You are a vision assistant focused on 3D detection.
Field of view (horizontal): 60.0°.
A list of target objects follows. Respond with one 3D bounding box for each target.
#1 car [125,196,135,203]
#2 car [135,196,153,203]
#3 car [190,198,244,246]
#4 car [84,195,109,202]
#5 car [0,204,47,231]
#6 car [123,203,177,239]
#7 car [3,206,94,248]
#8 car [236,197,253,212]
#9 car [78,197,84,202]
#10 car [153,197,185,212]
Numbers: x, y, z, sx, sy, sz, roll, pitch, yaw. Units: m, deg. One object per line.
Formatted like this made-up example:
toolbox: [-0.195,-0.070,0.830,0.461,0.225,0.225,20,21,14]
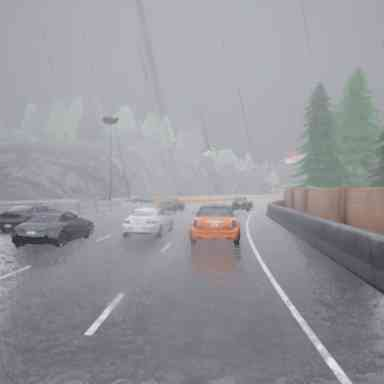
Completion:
car: [-11.179,1.448,64.623,1.812,1.442,4.674,0,0,23]
car: [-8.275,1.494,62.476,1.994,1.385,4.181,0,0,23]
car: [1.146,1.343,15.520,2.097,1.767,4.553,0,0,6]
car: [-16.719,1.415,60.202,1.837,1.490,4.892,0,0,21]
car: [-8.976,1.467,19.187,1.837,1.490,4.892,0,0,7]
car: [-2.184,1.507,17.243,1.812,1.442,4.674,0,0,7]
car: [-5.981,1.537,14.780,1.994,1.385,4.181,0,0,6]
car: [5.973,1.337,39.302,2.097,1.767,4.553,0,0,16]
car: [-19.553,1.463,62.596,1.994,1.385,4.181,0,0,21]
car: [-2.133,1.458,36.206,2.128,1.511,4.902,0,0,14]
